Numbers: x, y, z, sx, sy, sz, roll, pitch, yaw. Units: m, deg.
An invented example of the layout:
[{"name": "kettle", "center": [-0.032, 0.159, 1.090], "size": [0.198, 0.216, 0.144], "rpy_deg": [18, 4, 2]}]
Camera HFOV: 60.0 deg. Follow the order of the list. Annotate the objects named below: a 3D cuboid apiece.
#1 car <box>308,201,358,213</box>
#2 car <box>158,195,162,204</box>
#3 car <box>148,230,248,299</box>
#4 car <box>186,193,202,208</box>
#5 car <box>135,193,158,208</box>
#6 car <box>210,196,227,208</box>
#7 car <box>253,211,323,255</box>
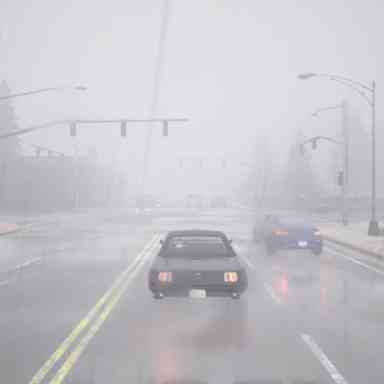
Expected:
[{"name": "car", "center": [15.283, 1.591, 36.157], "size": [4.718, 1.301, 1.895], "rpy_deg": [0, 0, 0]}, {"name": "car", "center": [-6.789, 1.336, 61.003], "size": [2.097, 1.767, 4.553], "rpy_deg": [0, 0, 1]}, {"name": "car", "center": [0.099, 1.599, 8.382], "size": [1.895, 1.301, 4.718], "rpy_deg": [0, 0, 0]}, {"name": "car", "center": [0.307, 1.208, 47.753], "size": [2.150, 2.045, 5.566], "rpy_deg": [0, 0, 0]}, {"name": "car", "center": [-6.860, 1.208, 49.013], "size": [2.150, 2.045, 5.566], "rpy_deg": [0, 0, 1]}, {"name": "car", "center": [3.808, 1.339, 48.360], "size": [2.097, 1.767, 4.553], "rpy_deg": [0, 0, 0]}, {"name": "car", "center": [3.637, 1.522, 13.174], "size": [1.812, 1.442, 4.674], "rpy_deg": [0, 0, 0]}]
